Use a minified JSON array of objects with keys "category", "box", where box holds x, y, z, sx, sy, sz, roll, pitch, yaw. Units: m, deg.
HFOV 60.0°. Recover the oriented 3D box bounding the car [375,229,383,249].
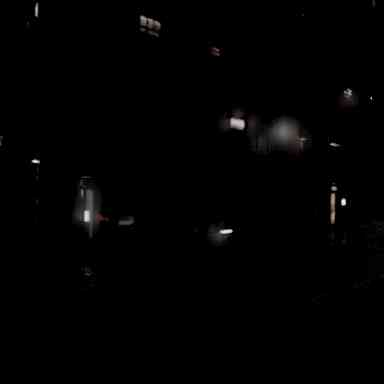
[{"category":"car","box":[8.886,1.447,12.869,4.829,1.417,1.752,0,1,-35]}]
